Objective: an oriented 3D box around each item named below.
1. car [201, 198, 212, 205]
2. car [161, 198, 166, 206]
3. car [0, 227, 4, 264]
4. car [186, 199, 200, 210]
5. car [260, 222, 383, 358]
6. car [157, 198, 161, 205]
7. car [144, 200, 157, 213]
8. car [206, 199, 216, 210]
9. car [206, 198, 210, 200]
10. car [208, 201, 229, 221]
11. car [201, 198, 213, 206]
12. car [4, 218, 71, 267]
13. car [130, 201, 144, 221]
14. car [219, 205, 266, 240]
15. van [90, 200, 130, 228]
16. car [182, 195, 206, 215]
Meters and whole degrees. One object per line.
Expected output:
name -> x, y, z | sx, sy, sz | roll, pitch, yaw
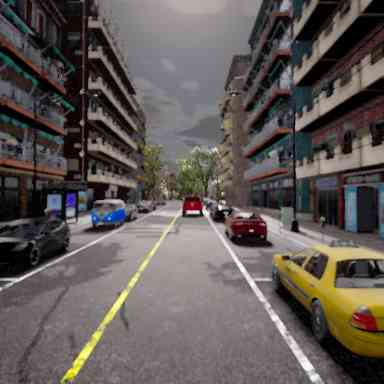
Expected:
car -> 2.834, 1.855, 67.357 | 2.008, 1.369, 4.403 | 1, 0, 0
car -> -5.772, 1.863, 62.229 | 1.802, 1.307, 4.206 | 1, 0, 0
car -> -5.679, 1.553, 5.945 | 1.752, 1.417, 4.829 | 1, 0, 0
car -> 0.099, 1.771, 49.504 | 2.033, 1.411, 5.357 | 0, 0, 0
car -> 2.708, 1.554, 6.246 | 1.752, 1.417, 4.829 | 1, 0, 0
car -> -5.683, 1.785, 45.112 | 1.802, 1.307, 4.206 | 1, 0, 0
car -> -5.682, 1.729, 39.542 | 2.008, 1.369, 4.403 | 1, 0, 0
car -> 2.666, 1.735, 33.932 | 1.802, 1.307, 4.206 | 1, 0, 0
car -> 2.665, 1.754, 45.073 | 2.008, 1.369, 4.403 | 1, 0, 0
car -> 2.666, 1.694, 28.360 | 1.947, 1.339, 4.313 | 1, 0, 0
car -> 2.834, 1.830, 61.787 | 2.008, 1.369, 4.403 | 1, 0, 0
car -> -5.680, 1.619, 11.686 | 1.947, 1.339, 4.313 | 1, 0, 0
car -> -5.681, 1.679, 28.398 | 2.008, 1.369, 4.403 | 1, 0, 0
car -> 2.679, 1.623, 17.218 | 1.887, 1.381, 4.507 | 1, 0, 0
van -> -5.678, 1.444, 22.829 | 1.690, 1.788, 3.998 | 1, 0, 0
car -> 0.090, 1.386, 36.163 | 2.150, 2.045, 5.566 | 0, 0, 1
